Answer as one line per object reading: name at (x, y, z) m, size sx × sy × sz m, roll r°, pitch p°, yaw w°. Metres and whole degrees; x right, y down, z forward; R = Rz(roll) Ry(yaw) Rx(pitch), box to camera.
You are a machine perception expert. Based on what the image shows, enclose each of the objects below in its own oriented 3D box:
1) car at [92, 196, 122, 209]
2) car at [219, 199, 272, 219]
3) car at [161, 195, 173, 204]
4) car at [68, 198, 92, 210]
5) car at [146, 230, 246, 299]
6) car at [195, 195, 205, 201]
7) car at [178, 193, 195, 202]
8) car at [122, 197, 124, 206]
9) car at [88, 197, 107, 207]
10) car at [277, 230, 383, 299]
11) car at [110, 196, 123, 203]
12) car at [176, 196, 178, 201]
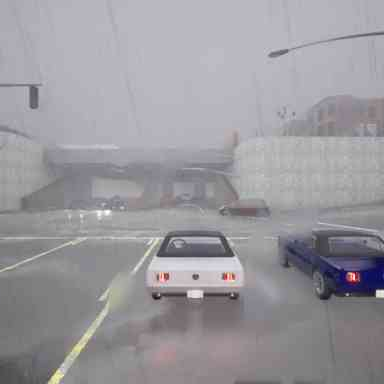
car at (-11.293, 1.491, 44.548) m, size 2.128 × 1.511 × 4.902 m, roll 0°, pitch 0°, yaw -1°
car at (4.730, 1.364, 29.485) m, size 4.553 × 1.767 × 2.097 m, roll 0°, pitch 0°, yaw 16°
car at (-4.517, 1.352, 61.230) m, size 2.097 × 1.767 × 4.553 m, roll 0°, pitch 0°, yaw -1°
car at (-14.783, 1.526, 44.111) m, size 1.812 × 1.442 × 4.674 m, roll 0°, pitch 0°, yaw -2°
car at (0.078, 1.601, 8.380) m, size 1.895 × 1.301 × 4.718 m, roll 0°, pitch 0°, yaw 0°
car at (1.425, 1.536, 85.540) m, size 2.033 × 1.411 × 5.357 m, roll 0°, pitch 0°, yaw 28°
car at (-1.272, 1.224, 75.473) m, size 2.150 × 2.045 × 5.566 m, roll 0°, pitch 0°, yaw 6°
car at (-11.530, 1.547, 54.185) m, size 2.033 × 1.411 × 5.357 m, roll 0°, pitch 0°, yaw -1°
car at (-15.004, 1.526, 53.159) m, size 1.812 × 1.442 × 4.674 m, roll 0°, pitch 0°, yaw -1°
car at (3.578, 1.601, 8.391) m, size 1.895 × 1.301 × 4.718 m, roll 0°, pitch 0°, yaw 0°
car at (-15.278, 1.525, 67.603) m, size 1.812 × 1.442 × 4.674 m, roll 0°, pitch 0°, yaw -1°
car at (-2.423, 1.478, 85.456) m, size 1.882 × 1.535 × 5.008 m, roll 0°, pitch 0°, yaw 24°
